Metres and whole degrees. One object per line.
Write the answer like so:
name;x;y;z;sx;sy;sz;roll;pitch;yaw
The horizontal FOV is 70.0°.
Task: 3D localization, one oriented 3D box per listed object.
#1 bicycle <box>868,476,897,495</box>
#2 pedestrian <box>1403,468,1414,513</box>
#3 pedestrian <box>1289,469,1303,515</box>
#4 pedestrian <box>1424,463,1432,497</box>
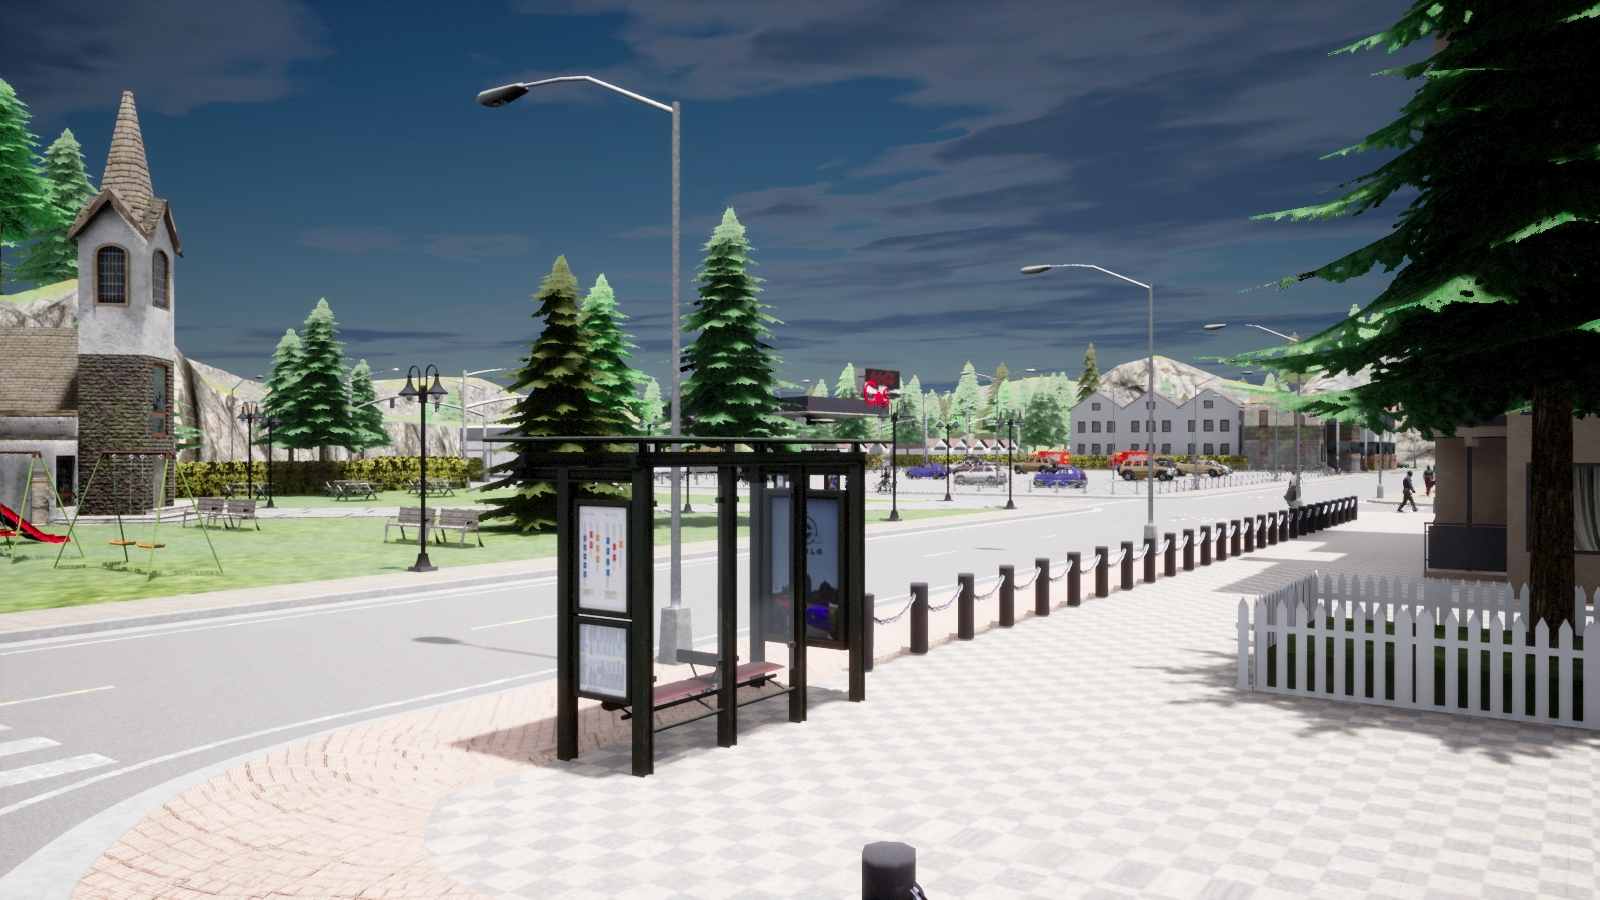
bicycle;5.065;2.183;70.422;1.835;1.171;0.329;0;0;32
pedestrian;25.198;1.678;47.319;0.375;1.860;0.375;0;0;26
pedestrian;20.376;1.706;46.935;0.375;1.860;0.375;0;0;-35
pedestrian;35.160;1.671;63.928;0.375;1.860;0.375;0;0;30
